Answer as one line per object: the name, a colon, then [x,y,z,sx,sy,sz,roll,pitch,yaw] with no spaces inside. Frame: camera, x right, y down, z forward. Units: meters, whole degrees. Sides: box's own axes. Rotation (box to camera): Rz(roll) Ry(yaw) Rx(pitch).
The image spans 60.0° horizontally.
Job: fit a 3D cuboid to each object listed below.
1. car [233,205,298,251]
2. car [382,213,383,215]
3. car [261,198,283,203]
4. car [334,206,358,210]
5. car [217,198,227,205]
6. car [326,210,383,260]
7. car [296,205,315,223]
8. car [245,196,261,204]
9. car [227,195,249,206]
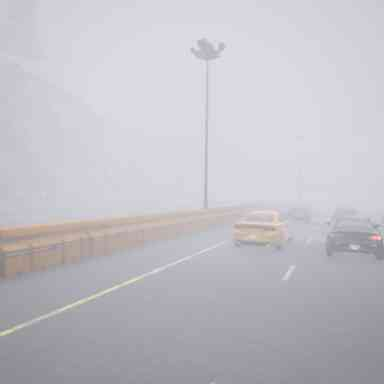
car: [3.350,1.581,14.989,1.882,1.535,5.008,1,0,24]
car: [15.100,1.900,24.262,1.895,1.301,4.718,1,0,25]
car: [14.445,1.910,58.639,1.882,1.535,5.008,1,0,36]
car: [12.238,1.835,26.386,1.994,1.385,4.181,1,0,25]
car: [6.689,1.837,65.827,1.882,1.535,5.008,0,0,35]
car: [6.354,1.662,13.130,1.812,1.442,4.674,1,0,24]
car: [9.083,1.799,27.900,1.994,1.385,4.181,1,0,25]
car: [12.190,1.919,61.509,1.837,1.490,4.892,0,0,36]
car: [9.429,1.607,63.686,2.150,2.045,5.566,0,0,36]
